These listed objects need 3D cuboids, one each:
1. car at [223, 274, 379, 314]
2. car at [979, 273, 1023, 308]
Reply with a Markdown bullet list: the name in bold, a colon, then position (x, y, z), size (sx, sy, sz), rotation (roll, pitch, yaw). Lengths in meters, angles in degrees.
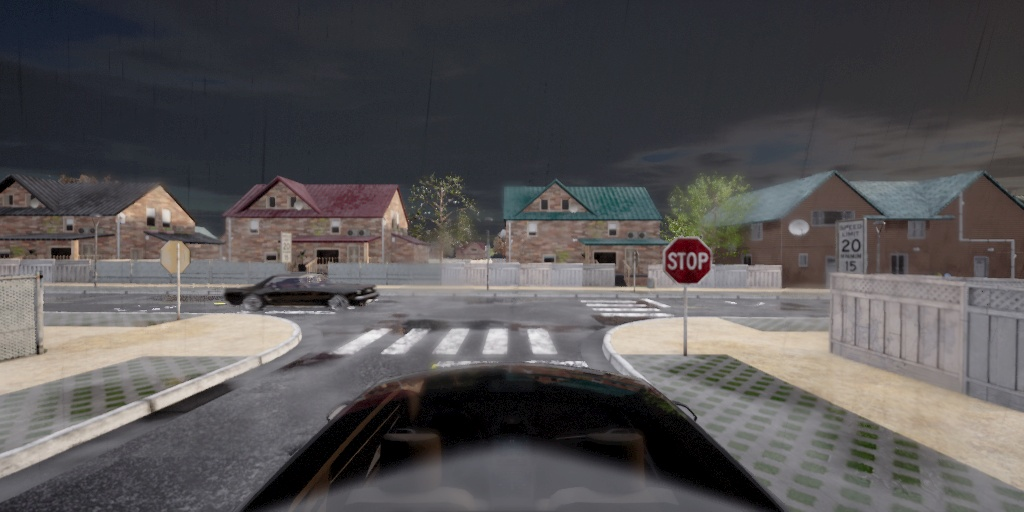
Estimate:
- **car**: position (-7.400, 1.300, 12.980), size (4.718, 1.301, 1.895), rotation (1, 0, 0)
- **car**: position (24.921, 1.564, 16.079), size (5.357, 1.411, 2.033), rotation (1, 0, 0)
